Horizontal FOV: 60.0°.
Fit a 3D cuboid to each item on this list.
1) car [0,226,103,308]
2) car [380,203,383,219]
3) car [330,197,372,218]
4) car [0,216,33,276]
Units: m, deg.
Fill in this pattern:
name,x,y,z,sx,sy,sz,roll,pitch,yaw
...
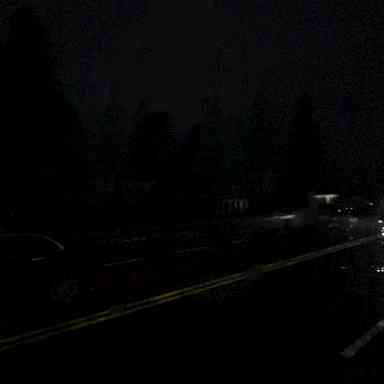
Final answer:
name,x,y,z,sx,sy,sz,roll,pitch,yaw
car,-4.066,1.448,6.046,4.892,1.490,1.837,-1,1,-43
car,15.333,1.187,24.261,4.902,1.511,2.128,-1,1,-43
car,12.883,1.180,26.762,4.892,1.490,1.837,0,1,-43
car,-6.604,1.489,8.464,4.181,1.385,1.994,-1,1,-43
